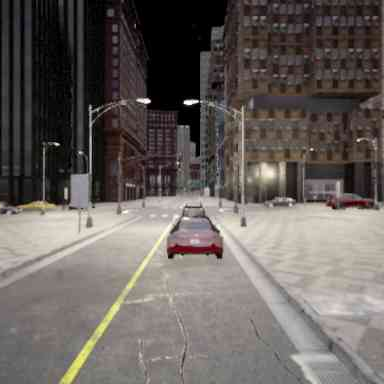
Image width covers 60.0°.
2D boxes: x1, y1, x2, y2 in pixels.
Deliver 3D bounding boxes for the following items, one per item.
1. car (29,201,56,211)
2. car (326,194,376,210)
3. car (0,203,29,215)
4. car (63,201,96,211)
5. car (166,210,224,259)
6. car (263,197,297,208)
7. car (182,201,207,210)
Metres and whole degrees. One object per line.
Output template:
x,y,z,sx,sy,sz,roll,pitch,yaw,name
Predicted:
-20.930,1.864,44.703,4.829,1.417,1.752,-1,1,0,car
17.232,1.082,36.249,5.009,1.841,2.192,-1,1,0,car
-20.773,1.874,36.179,4.403,1.369,2.008,-1,1,0,car
-15.116,1.815,44.700,4.313,1.339,1.947,-1,1,0,car
0.107,1.573,12.732,1.994,1.385,4.181,0,0,0,car
11.792,1.407,44.780,4.403,1.369,2.008,-1,1,0,car
0.166,1.516,27.877,2.128,1.511,4.902,0,0,1,car
